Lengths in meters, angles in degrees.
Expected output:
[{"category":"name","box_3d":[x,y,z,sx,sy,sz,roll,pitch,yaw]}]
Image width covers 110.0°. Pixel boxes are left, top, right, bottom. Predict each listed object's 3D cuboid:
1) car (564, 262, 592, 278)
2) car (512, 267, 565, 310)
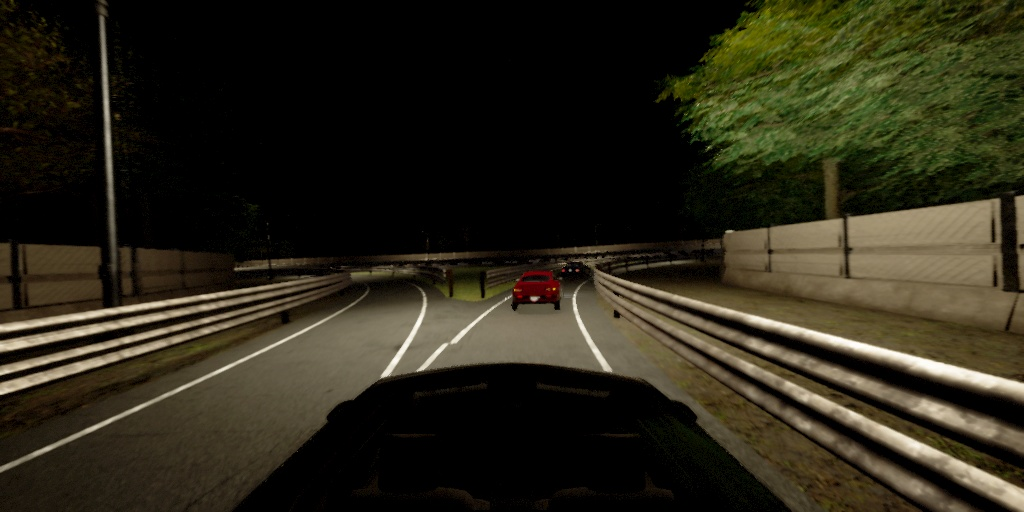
[{"category":"car","box_3d":[5.999,1.268,33.209,2.033,1.411,5.357,-2,0,23]},{"category":"car","box_3d":[1.138,1.335,15.022,1.812,1.442,4.674,-2,0,9]}]
